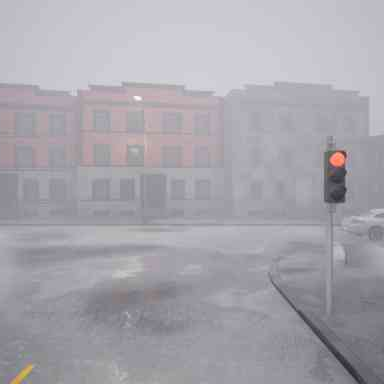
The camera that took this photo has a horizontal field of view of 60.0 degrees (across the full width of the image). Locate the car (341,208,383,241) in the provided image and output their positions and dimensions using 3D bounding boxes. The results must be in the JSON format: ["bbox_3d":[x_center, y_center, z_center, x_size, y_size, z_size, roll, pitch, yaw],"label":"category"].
[{"bbox_3d":[9.703,1.526,16.083,4.674,1.442,1.812,0,0,0],"label":"car"}]
